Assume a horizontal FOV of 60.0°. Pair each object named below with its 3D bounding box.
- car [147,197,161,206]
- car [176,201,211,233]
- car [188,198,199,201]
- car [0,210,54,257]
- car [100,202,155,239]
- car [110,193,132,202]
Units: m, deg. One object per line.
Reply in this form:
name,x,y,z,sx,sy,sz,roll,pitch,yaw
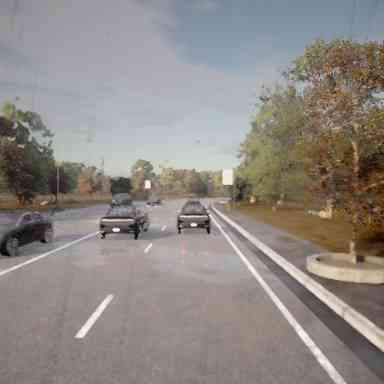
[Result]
car,-6.419,1.540,56.701,2.033,1.411,5.357,0,0,4
car,0.096,1.489,19.690,2.128,1.511,4.902,0,0,0
car,0.193,1.501,41.784,1.837,1.490,4.892,0,0,1
car,-7.102,1.490,12.998,2.128,1.511,4.902,0,0,0
car,-3.403,1.489,17.389,2.128,1.511,4.902,0,0,0
car,-10.319,1.214,48.700,2.150,2.045,5.566,0,0,2
